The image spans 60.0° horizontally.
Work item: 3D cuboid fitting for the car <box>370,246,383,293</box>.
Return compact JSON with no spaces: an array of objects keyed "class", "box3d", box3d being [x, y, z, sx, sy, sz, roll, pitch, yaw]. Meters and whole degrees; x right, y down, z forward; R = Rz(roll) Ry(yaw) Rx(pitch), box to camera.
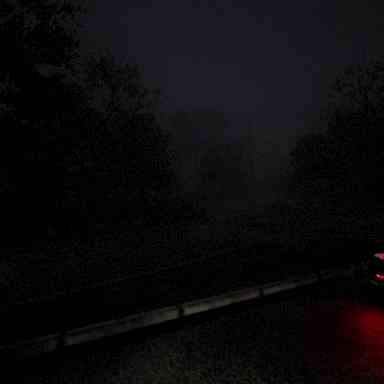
[{"class":"car","box3d":[5.775,1.379,7.031,4.902,1.511,2.128,-1,1,-32]}]
